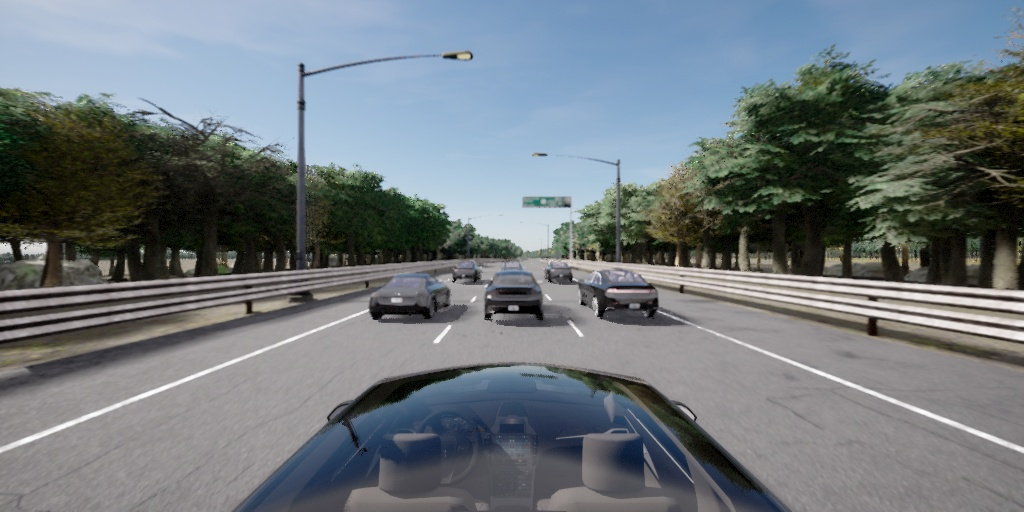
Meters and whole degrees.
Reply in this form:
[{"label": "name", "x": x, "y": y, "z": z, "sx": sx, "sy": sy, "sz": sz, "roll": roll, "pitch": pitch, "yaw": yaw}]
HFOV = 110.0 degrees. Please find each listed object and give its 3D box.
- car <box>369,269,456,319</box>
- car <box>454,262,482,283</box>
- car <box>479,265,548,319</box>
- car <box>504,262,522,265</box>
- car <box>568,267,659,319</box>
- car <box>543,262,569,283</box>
[{"label": "car", "x": -3.440, "y": 1.303, "z": 12.764, "sx": 1.994, "sy": 1.385, "sz": 4.181, "roll": 0, "pitch": 0, "yaw": 0}, {"label": "car", "x": -3.451, "y": 1.228, "z": 28.070, "sx": 2.128, "sy": 1.511, "sz": 4.902, "roll": 0, "pitch": 0, "yaw": 0}, {"label": "car", "x": 0.059, "y": 1.245, "z": 12.640, "sx": 1.837, "sy": 1.490, "sz": 4.892, "roll": 0, "pitch": 0, "yaw": 0}, {"label": "car", "x": 0.049, "y": 1.229, "z": 28.101, "sx": 2.128, "sy": 1.511, "sz": 4.902, "roll": 0, "pitch": 0, "yaw": 0}, {"label": "car", "x": 3.559, "y": 1.233, "z": 12.793, "sx": 2.128, "sy": 1.511, "sz": 4.902, "roll": 0, "pitch": 0, "yaw": 0}, {"label": "car", "x": 3.549, "y": 1.229, "z": 28.064, "sx": 2.128, "sy": 1.511, "sz": 4.902, "roll": 0, "pitch": 0, "yaw": 0}]
